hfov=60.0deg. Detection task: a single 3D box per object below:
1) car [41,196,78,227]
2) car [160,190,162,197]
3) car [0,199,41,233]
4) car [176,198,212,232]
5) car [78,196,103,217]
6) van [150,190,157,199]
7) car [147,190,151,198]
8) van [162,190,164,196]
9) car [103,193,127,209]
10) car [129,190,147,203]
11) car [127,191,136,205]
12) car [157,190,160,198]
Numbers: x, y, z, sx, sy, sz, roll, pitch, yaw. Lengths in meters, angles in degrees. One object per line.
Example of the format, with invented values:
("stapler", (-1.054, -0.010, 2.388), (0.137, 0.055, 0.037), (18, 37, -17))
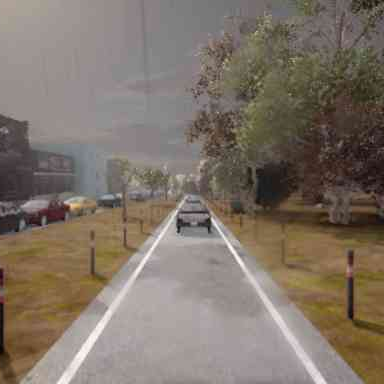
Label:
("car", (-9.010, 1.156, 19.991), (2.097, 1.535, 5.008), (0, 0, 2))
("car", (-9.092, 0.688, 80.968), (2.163, 1.488, 4.792), (0, -1, -2))
("car", (-9.002, 1.203, 14.435), (2.231, 1.521, 4.892), (0, 1, 2))
("car", (0.097, 1.337, 18.960), (2.128, 1.511, 4.902), (0, 1, 0))
("car", (-9.026, 1.086, 26.372), (1.946, 1.575, 5.366), (0, 0, 2))
("van", (-9.083, 0.534, 69.770), (1.878, 1.987, 4.442), (0, 1, 2))
("car", (-9.063, 0.877, 58.801), (2.002, 1.452, 4.674), (0, 1, 0))
("van", (-9.103, 0.386, 87.478), (1.878, 1.987, 4.442), (0, -1, -3))
("car", (-9.033, 1.002, 36.624), (2.097, 1.535, 5.008), (0, 0, 2))
("car", (-9.053, 0.648, 52.054), (2.435, 2.045, 5.566), (0, 0, 1))
("car", (-9.041, 0.945, 42.172), (2.097, 1.535, 5.008), (0, 0, 2))
("car", (-9.085, 0.698, 75.456), (2.231, 1.521, 4.892), (0, -1, -2))
